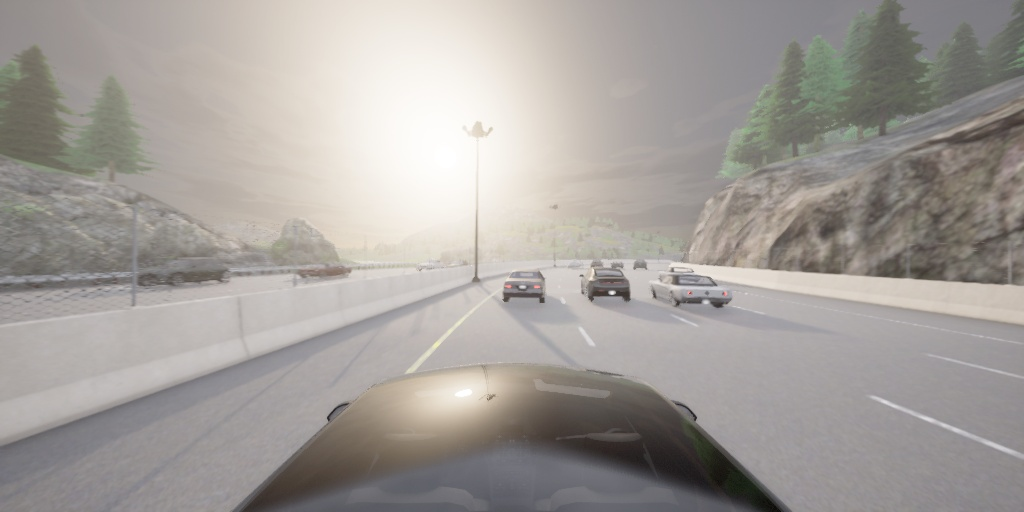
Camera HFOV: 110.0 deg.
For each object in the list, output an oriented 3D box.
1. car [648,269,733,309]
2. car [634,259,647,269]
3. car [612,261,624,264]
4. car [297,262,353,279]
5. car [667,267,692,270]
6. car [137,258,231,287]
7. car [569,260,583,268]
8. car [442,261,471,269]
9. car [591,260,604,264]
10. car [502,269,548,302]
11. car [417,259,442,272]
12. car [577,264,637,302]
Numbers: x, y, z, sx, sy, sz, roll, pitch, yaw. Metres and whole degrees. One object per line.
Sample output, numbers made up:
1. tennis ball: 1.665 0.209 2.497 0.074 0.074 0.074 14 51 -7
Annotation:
1. car: 7.455 1.426 15.584 1.895 1.301 4.718 1 0 5
2. car: 21.735 1.322 60.658 2.097 1.767 4.553 1 0 21
3. car: 18.255 1.535 61.716 1.895 1.301 4.718 1 0 21
4. car: -15.487 1.193 29.905 1.895 1.301 4.718 1 0 9
5. car: 12.660 1.479 27.399 1.895 1.301 4.718 1 0 9
6. car: -19.965 0.899 22.029 2.097 1.767 4.553 1 0 6
7. car: 11.327 1.390 62.945 1.812 1.442 4.674 0 0 21
8. car: -6.119 1.258 42.054 1.812 1.442 4.674 1 0 13
9. car: 14.866 1.405 62.405 1.837 1.490 4.892 0 0 21
10. car: 0.671 1.304 17.021 2.033 1.411 5.357 1 0 6
11. car: -9.534 1.095 42.814 1.812 1.442 4.674 1 0 13
12. car: 4.456 1.299 17.542 1.837 1.490 4.892 0 0 5
